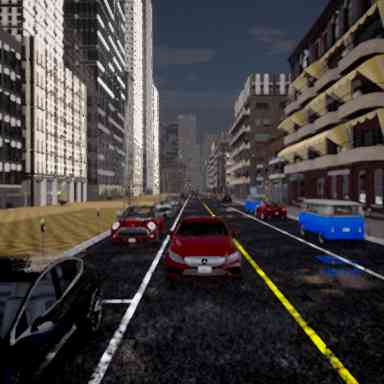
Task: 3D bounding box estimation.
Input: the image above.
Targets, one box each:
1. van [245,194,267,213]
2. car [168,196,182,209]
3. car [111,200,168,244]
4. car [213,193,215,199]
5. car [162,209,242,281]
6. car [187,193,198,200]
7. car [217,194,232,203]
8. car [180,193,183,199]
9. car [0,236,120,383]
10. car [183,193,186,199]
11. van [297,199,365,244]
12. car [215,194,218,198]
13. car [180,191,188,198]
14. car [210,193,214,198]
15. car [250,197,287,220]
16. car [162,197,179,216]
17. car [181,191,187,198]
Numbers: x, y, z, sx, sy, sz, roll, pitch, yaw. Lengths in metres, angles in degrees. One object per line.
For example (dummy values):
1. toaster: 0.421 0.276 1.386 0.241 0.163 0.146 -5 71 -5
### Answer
1. van: 6.079 1.132 31.475 1.690 1.788 3.998 0 0 0
2. car: -2.302 1.341 31.487 2.008 1.369 4.403 0 0 0
3. car: -2.320 1.336 14.919 1.967 1.590 4.097 0 0 0
4. car: 6.120 1.085 70.307 1.752 1.417 4.829 0 0 0
5. car: 0.278 1.457 9.741 1.812 1.442 4.674 0 0 0
6. car: 0.443 1.046 77.601 1.812 1.442 4.674 0 0 0
7. car: 6.109 1.188 59.091 1.947 1.339 4.313 0 0 0
8. car: -2.296 1.195 37.009 1.967 1.590 4.097 0 0 0
9. car: -2.331 1.537 3.873 1.947 1.339 4.313 0 0 0
10. car: -2.283 1.252 48.055 1.947 1.339 4.313 0 0 0
11. van: 6.061 1.239 14.908 1.690 1.788 3.998 0 0 0
12. car: 6.115 1.116 64.783 1.752 1.417 4.829 0 0 0
13. car: -2.237 0.758 92.236 2.192 1.841 5.009 0 0 0
14. car: 6.132 1.047 81.183 1.887 1.381 4.507 0 0 0
15. car: 6.074 1.371 25.954 1.887 1.381 4.507 0 0 0
16. car: -2.307 1.376 25.963 2.008 1.369 4.403 0 0 0
17. car: -2.248 1.067 81.192 1.947 1.339 4.313 0 0 0
